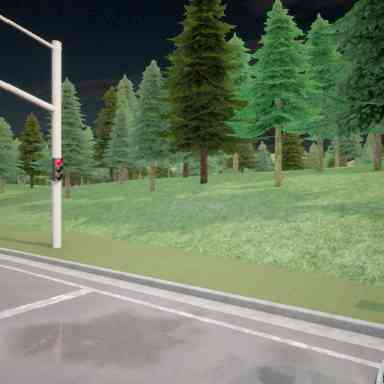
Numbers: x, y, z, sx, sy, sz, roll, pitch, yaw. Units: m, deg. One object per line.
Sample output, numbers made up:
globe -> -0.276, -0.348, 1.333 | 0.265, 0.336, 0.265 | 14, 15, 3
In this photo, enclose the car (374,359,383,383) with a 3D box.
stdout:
car -> 3.388, 1.352, 1.571 | 4.553, 1.767, 2.097 | 0, 0, 36
